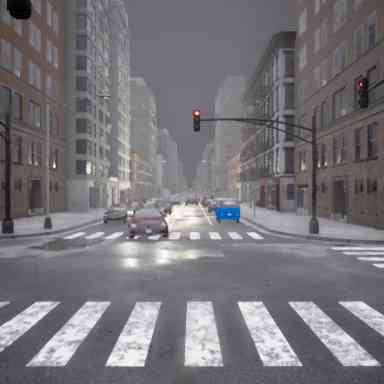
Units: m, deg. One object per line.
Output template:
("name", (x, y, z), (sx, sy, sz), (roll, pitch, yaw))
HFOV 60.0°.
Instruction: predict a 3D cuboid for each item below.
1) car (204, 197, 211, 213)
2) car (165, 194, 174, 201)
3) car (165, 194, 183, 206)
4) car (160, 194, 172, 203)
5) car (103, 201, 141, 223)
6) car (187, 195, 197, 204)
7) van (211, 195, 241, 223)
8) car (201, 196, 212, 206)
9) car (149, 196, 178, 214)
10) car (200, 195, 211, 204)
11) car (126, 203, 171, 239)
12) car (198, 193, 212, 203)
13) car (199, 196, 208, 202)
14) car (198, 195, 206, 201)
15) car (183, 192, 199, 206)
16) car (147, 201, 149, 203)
("car", (2.606, 1.578, 36.378), (1.802, 1.307, 4.206), (0, 0, 0))
("car", (-5.456, 1.404, 81.819), (1.967, 1.590, 4.097), (0, 0, 0))
("car", (-2.852, 1.464, 53.144), (1.882, 1.535, 5.008), (0, 0, 0))
("car", (-5.447, 1.288, 70.455), (2.192, 1.841, 5.009), (0, 0, 0))
("car", (-5.410, 1.548, 25.000), (2.008, 1.369, 4.403), (0, 0, 0))
("car", (-0.055, 1.455, 65.145), (1.882, 1.535, 5.008), (0, 0, 0))
("van", (2.615, 1.338, 25.016), (1.690, 1.788, 3.998), (0, 0, 0))
("car", (2.597, 1.573, 47.741), (1.802, 1.307, 4.206), (0, 0, 0))
("car", (-2.875, 1.488, 33.191), (2.128, 1.511, 4.902), (0, 0, 0))
("car", (2.583, 1.418, 64.785), (1.967, 1.590, 4.097), (0, 0, 0))
("car", (-2.352, 1.521, 17.407), (1.812, 1.442, 4.674), (0, 0, -9))
("car", (2.593, 1.302, 53.422), (2.192, 1.841, 5.009), (0, 0, 0))
("car", (2.574, 1.519, 76.147), (2.008, 1.369, 4.403), (0, 0, 0))
("car", (2.564, 1.525, 87.510), (1.947, 1.339, 4.313), (0, 0, 0))
("car", (-0.047, 1.337, 55.113), (2.097, 1.767, 4.553), (0, 0, 0))
("car", (-5.414, 1.541, 30.682), (1.887, 1.381, 4.507), (0, 0, 0))
